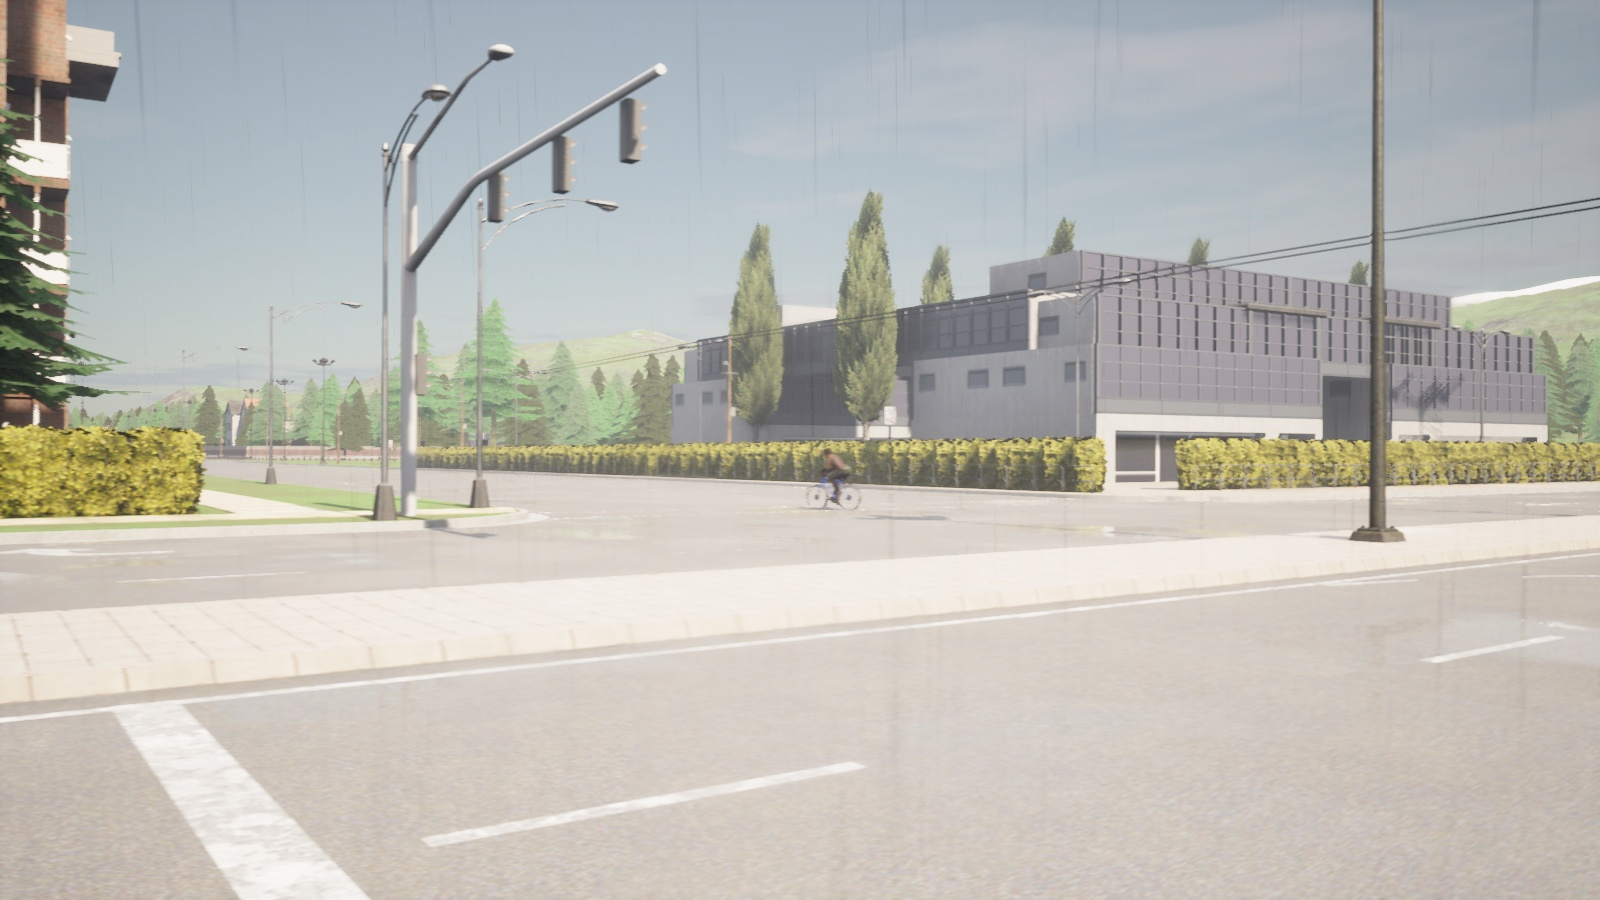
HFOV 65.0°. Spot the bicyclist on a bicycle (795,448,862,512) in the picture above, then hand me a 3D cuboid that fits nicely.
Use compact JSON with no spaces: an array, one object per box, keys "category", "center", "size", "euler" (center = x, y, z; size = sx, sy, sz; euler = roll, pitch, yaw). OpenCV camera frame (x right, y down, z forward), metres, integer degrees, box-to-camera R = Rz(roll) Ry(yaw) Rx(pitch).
[{"category":"bicyclist on a bicycle","center":[0.731,0.778,32.589],"size":[1.656,1.620,0.582],"euler":[-1,-1,32]}]
